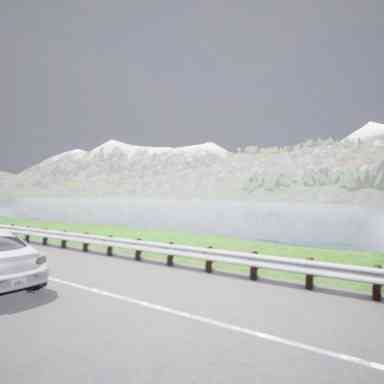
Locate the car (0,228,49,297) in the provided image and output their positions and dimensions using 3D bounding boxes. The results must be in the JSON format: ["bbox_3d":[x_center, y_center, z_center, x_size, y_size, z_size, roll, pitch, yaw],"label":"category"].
[{"bbox_3d":[-5.151,1.546,7.697,4.674,1.442,1.812,0,0,36],"label":"car"}]
